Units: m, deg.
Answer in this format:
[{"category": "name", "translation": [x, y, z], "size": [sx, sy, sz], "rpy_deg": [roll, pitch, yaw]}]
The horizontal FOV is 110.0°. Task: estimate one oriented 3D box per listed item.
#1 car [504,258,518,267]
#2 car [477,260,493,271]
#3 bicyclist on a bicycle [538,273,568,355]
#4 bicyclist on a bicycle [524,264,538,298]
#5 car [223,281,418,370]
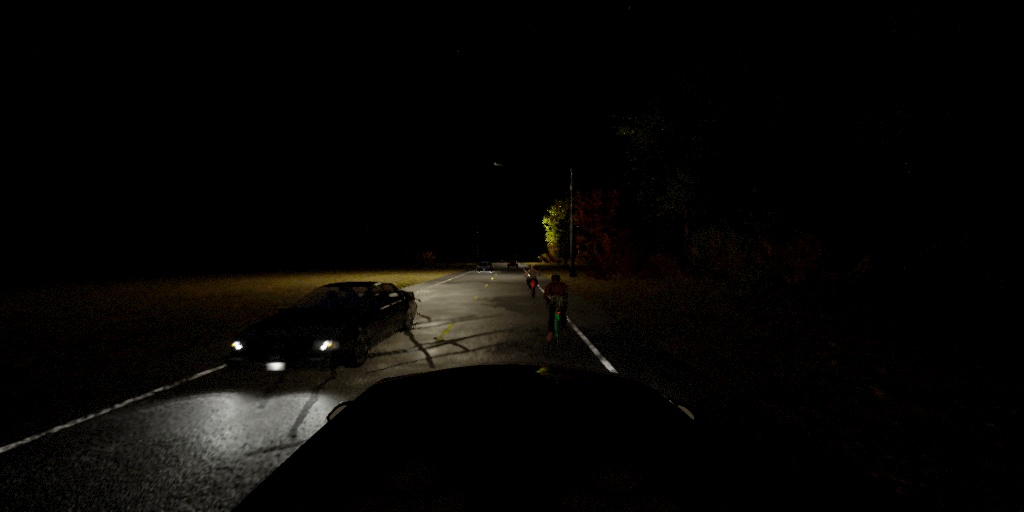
[{"category": "car", "translation": [0.115, 1.296, 63.759], "size": [2.033, 1.411, 5.357], "rpy_deg": [0, 0, 0]}, {"category": "car", "translation": [-3.587, 1.297, 48.458], "size": [2.033, 1.411, 5.357], "rpy_deg": [0, 0, 0]}, {"category": "bicyclist on a bicycle", "translation": [0.964, 1.203, 7.764], "size": [0.582, 1.620, 1.656], "rpy_deg": [0, 0, 0]}, {"category": "bicyclist on a bicycle", "translation": [0.996, 1.186, 17.435], "size": [0.866, 1.612, 1.509], "rpy_deg": [0, 0, 0]}, {"category": "car", "translation": [-3.599, 1.297, 8.125], "size": [2.033, 1.411, 5.357], "rpy_deg": [0, 0, 0]}]
